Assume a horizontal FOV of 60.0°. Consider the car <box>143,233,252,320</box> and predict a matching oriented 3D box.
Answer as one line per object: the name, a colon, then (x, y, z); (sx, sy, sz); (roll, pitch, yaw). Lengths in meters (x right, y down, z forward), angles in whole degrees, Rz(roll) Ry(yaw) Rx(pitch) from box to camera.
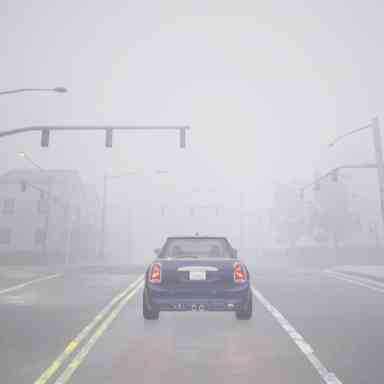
car: (0.105, 1.808, 8.250); (2.097, 1.767, 4.553); (0, -7, 0)
